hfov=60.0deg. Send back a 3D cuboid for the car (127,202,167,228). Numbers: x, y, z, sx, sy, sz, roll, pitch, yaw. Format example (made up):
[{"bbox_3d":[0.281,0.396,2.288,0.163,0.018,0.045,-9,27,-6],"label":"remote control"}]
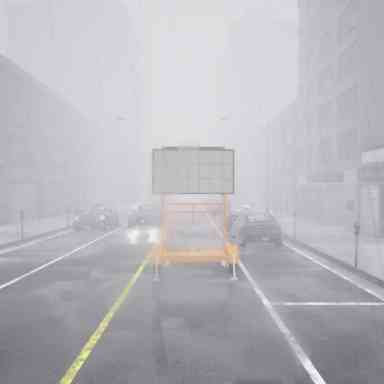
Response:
[{"bbox_3d":[-2.966,1.564,21.957,1.994,1.385,4.181,0,0,0],"label":"car"}]

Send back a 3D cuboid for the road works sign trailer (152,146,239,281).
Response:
[{"bbox_3d":[0.039,0.463,9.885,2.380,3.560,2.880,0,0,-2],"label":"road works sign trailer"}]

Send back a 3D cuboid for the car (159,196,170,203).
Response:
[{"bbox_3d":[-5.663,1.577,69.844,1.887,1.381,4.507,-1,0,0],"label":"car"}]

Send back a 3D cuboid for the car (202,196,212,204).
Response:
[{"bbox_3d":[2.853,1.572,64.324,1.887,1.381,4.507,-1,0,0],"label":"car"}]

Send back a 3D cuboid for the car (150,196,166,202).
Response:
[{"bbox_3d":[-5.691,1.458,53.327,1.967,1.590,4.097,-1,0,0],"label":"car"}]

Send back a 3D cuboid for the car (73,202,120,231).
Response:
[{"bbox_3d":[-5.743,1.440,20.297,1.967,1.590,4.097,-1,0,0],"label":"car"}]

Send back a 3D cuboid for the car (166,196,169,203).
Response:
[{"bbox_3d":[-5.681,1.588,58.833,1.947,1.339,4.313,-1,0,0],"label":"car"}]

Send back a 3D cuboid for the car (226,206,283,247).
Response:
[{"bbox_3d":[2.775,1.550,14.778,2.008,1.369,4.403,-1,0,0],"label":"car"}]

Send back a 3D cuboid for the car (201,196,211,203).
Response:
[{"bbox_3d":[2.861,1.577,69.830,1.887,1.381,4.507,-1,0,0],"label":"car"}]

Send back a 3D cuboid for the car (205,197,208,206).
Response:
[{"bbox_3d":[2.809,1.552,36.799,1.887,1.381,4.507,-1,0,0],"label":"car"}]

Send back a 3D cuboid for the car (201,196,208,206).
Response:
[{"bbox_3d":[2.836,1.584,53.314,1.947,1.339,4.313,-1,0,0],"label":"car"}]

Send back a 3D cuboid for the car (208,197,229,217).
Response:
[{"bbox_3d":[2.799,1.444,31.294,1.967,1.590,4.097,-1,0,0],"label":"car"}]

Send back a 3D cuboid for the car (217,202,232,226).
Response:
[{"bbox_3d":[2.783,1.545,20.283,1.887,1.381,4.507,-1,0,0],"label":"car"}]

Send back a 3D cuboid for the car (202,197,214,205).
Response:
[{"bbox_3d":[2.844,1.567,58.819,1.887,1.381,4.507,-1,0,0],"label":"car"}]
